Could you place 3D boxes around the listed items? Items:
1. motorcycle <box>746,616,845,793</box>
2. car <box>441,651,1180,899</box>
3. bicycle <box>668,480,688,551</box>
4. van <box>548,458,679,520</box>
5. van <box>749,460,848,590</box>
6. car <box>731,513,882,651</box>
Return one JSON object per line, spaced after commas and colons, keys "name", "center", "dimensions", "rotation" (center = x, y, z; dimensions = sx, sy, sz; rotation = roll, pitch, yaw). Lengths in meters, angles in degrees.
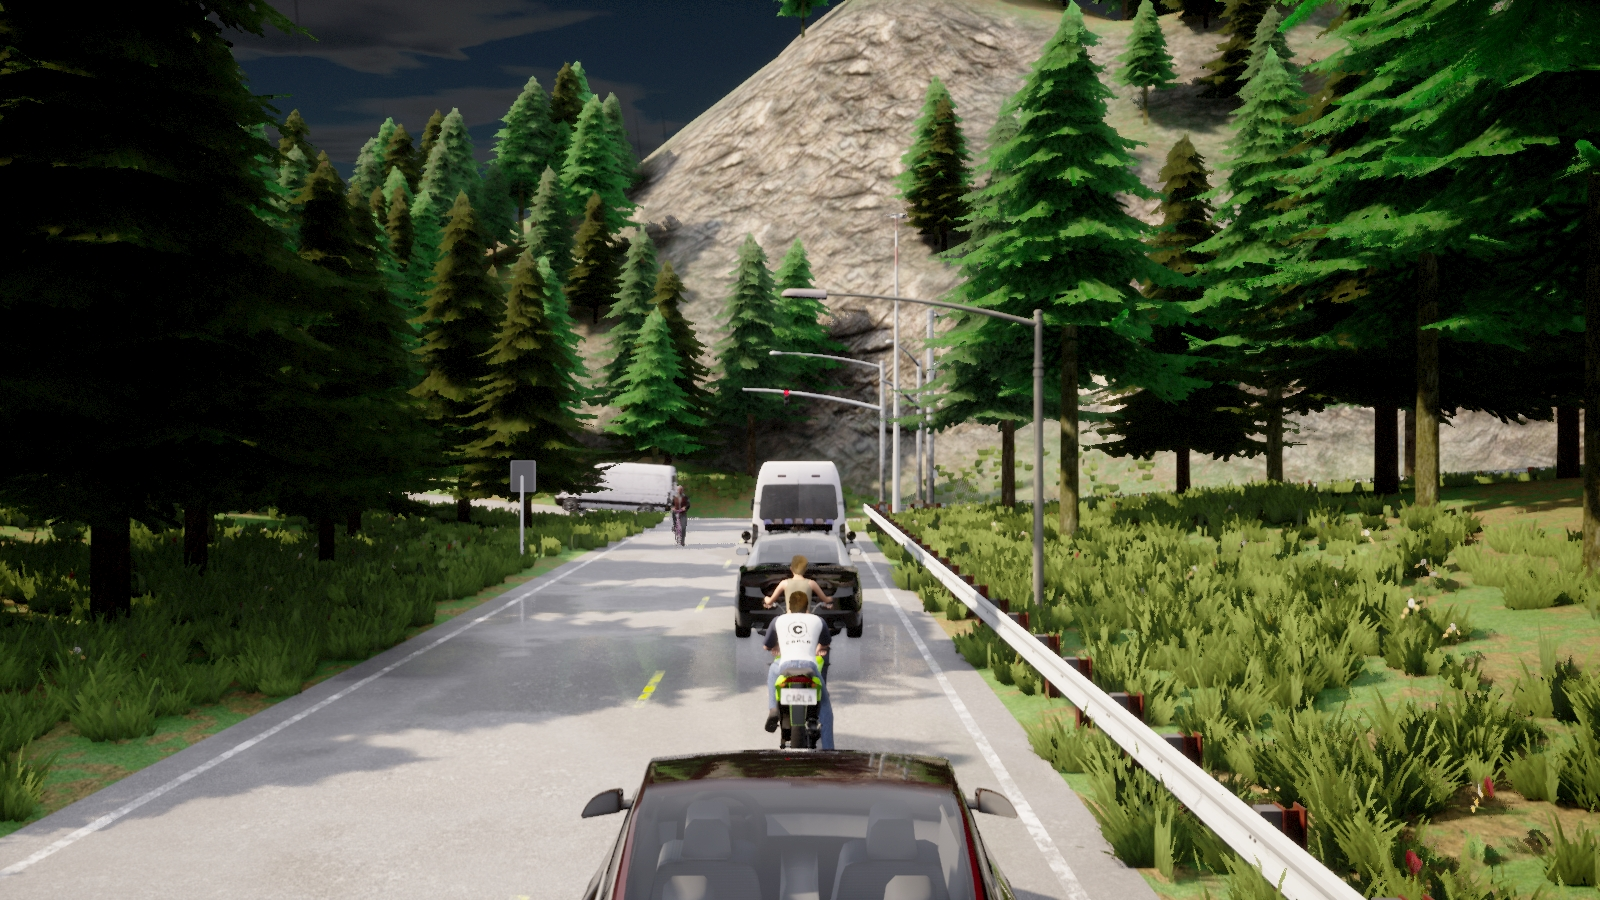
{"name": "motorcycle", "center": [-0.033, 2.212, 10.287], "dimensions": [0.803, 1.145, 2.033], "rotation": [0, 0, 0]}
{"name": "car", "center": [0.027, 2.062, 5.080], "dimensions": [2.163, 1.488, 4.792], "rotation": [0, 0, 0]}
{"name": "bicycle", "center": [-3.447, 1.832, 32.419], "dimensions": [0.329, 1.919, 1.835], "rotation": [0, 0, 1]}
{"name": "van", "center": [-9.124, 1.883, 56.156], "dimensions": [5.915, 2.561, 1.988], "rotation": [4, 0, 3]}
{"name": "van", "center": [-0.039, 1.531, 25.918], "dimensions": [1.988, 2.561, 5.915], "rotation": [0, 0, 0]}
{"name": "car", "center": [0.090, 1.980, 18.500], "dimensions": [2.097, 1.638, 5.238], "rotation": [0, 0, 0]}
